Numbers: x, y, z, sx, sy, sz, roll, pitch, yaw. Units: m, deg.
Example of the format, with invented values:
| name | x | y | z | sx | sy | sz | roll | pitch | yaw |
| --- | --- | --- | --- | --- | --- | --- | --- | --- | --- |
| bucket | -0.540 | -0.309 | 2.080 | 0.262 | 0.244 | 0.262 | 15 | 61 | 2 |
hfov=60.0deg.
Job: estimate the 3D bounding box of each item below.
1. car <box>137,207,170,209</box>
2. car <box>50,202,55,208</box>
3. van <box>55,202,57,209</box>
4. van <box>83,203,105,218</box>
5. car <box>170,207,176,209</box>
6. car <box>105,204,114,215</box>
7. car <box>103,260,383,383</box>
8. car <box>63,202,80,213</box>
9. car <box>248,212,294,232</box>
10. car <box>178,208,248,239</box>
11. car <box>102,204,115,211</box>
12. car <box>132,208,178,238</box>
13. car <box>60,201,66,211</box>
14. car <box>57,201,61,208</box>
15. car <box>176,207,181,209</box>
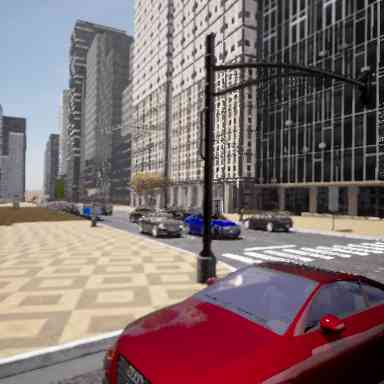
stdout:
| name | x | y | z | sx | sy | sz | roll | pitch | yaw |
| --- | --- | --- | --- | --- | --- | --- | --- | --- | --- |
| car | -4.079 | 2.136 | 30.393 | 1.837 | 1.490 | 4.892 | 1 | -2 | -27 |
| car | -32.544 | 3.277 | 80.721 | 1.887 | 1.381 | 4.507 | 0 | -1 | -27 |
| van | -27.454 | 2.843 | 70.695 | 1.690 | 1.788 | 3.998 | 0 | -1 | -27 |
| van | -12.181 | 2.169 | 40.606 | 1.690 | 1.788 | 3.998 | 0 | -1 | -27 |
| car | -2.161 | 2.445 | 39.377 | 1.947 | 1.339 | 4.313 | 0 | -1 | -27 |
| car | -12.479 | 2.471 | 47.068 | 1.882 | 1.535 | 5.008 | 1 | -2 | -26 |
| car | 1.118 | 1.611 | 4.009 | 4.181 | 1.385 | 1.994 | 1 | 0 | -35 |
| car | -19.816 | 2.711 | 55.647 | 2.008 | 1.369 | 4.403 | 0 | -1 | -27 |
| car | 5.475 | 2.107 | 24.331 | 2.008 | 1.369 | 4.403 | 0 | -1 | -27 |
| car | 1.093 | 1.939 | 20.200 | 1.812 | 1.442 | 4.674 | 1 | -2 | -27 |
| car | -17.435 | 3.130 | 69.466 | 1.802 | 1.307 | 4.206 | 0 | -1 | -27 |
| car | -1.997 | 1.947 | 20.541 | 2.008 | 1.369 | 4.403 | 0 | -1 | -27 |
| car | -22.286 | 2.795 | 60.511 | 1.752 | 1.417 | 4.829 | 0 | -1 | -27 |
| car | -24.908 | 2.932 | 65.677 | 1.887 | 1.381 | 4.507 | 0 | -1 | -27 |
| car | 0.384 | 2.336 | 34.362 | 1.947 | 1.339 | 4.313 | 0 | -1 | -27 |
